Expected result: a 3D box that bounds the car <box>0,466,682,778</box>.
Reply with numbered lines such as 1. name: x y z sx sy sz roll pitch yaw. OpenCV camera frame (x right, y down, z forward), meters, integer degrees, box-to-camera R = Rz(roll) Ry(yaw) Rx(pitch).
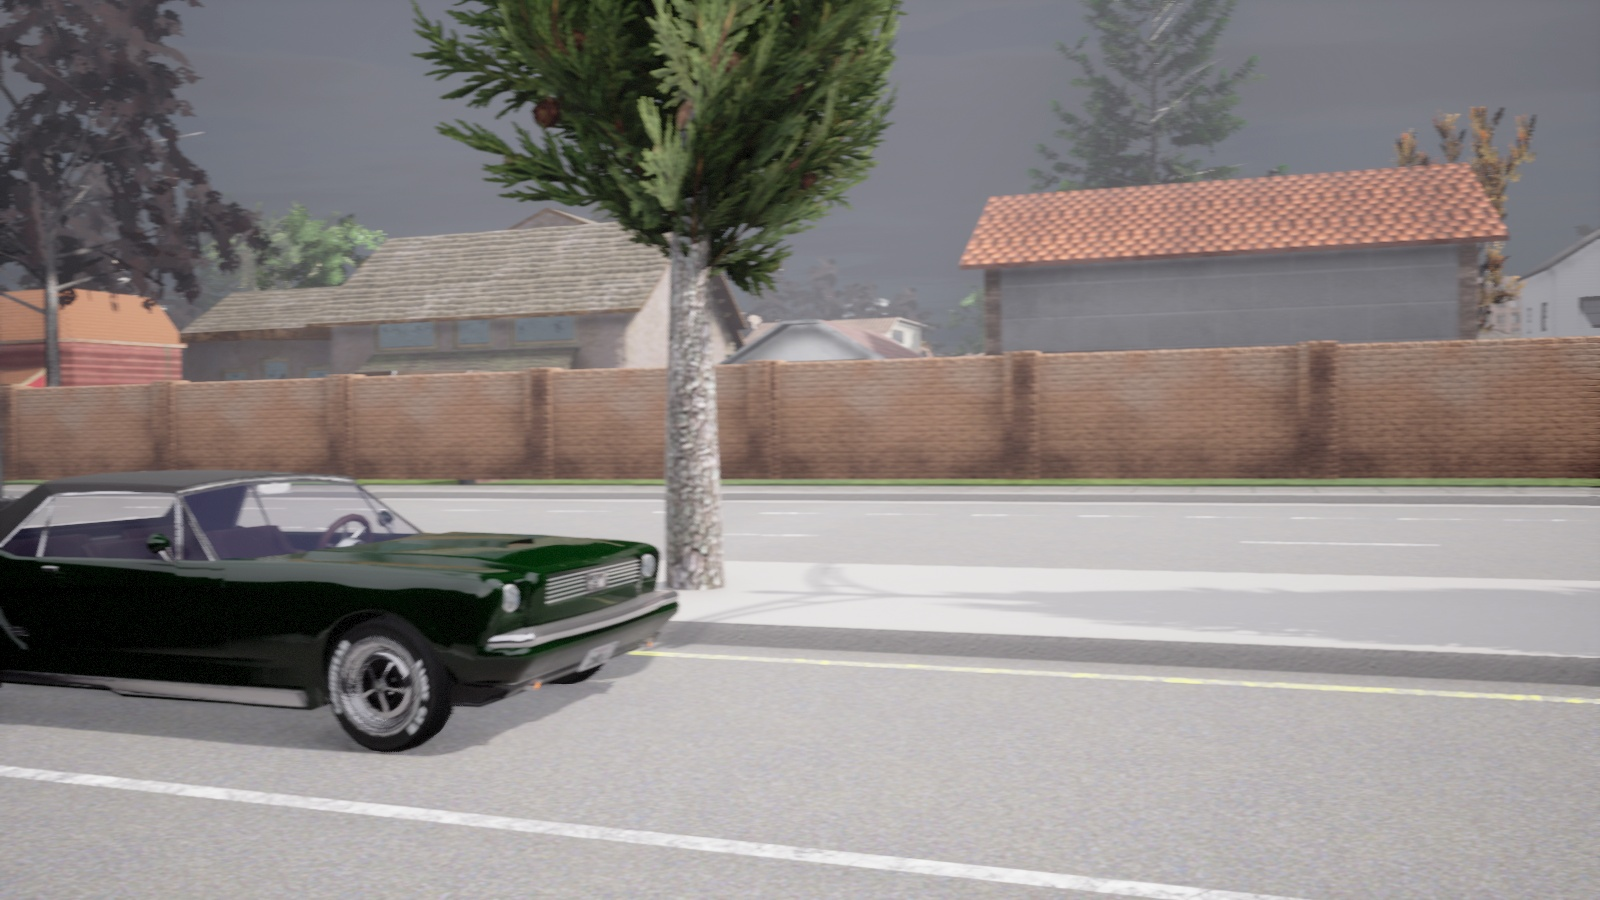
1. car: -3.231 0.790 7.146 4.718 1.301 1.895 -1 1 19
